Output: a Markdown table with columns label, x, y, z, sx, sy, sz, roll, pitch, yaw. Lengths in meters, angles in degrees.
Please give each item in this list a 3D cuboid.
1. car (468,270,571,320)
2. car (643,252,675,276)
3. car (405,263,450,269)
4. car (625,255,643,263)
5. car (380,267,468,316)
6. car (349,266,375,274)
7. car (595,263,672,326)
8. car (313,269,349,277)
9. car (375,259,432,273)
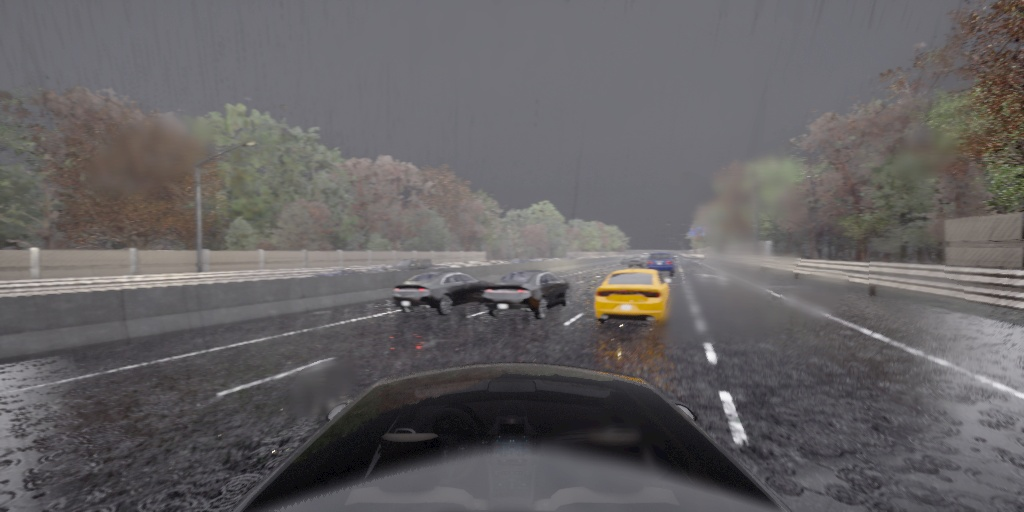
| label | x | y | z | sx | sy | sz | roll | pitch | yaw |
| --- | --- | --- | --- | --- | --- | --- | --- | --- | --- |
| car | 0.718 | 1.254 | 12.819 | 2.128 | 1.511 | 4.902 | -2 | 0 | 24 |
| car | 13.534 | 0.707 | 32.642 | 2.150 | 2.045 | 5.566 | -2 | 0 | 24 |
| car | -6.441 | 1.550 | 31.133 | 2.033 | 1.411 | 5.357 | -2 | 0 | 25 |
| car | 16.868 | 0.950 | 48.464 | 1.837 | 1.490 | 4.892 | -2 | 0 | 24 |
| car | -2.536 | 1.343 | 14.113 | 2.128 | 1.511 | 4.902 | -2 | 0 | 24 |
| car | -12.600 | 1.666 | 34.483 | 2.128 | 1.511 | 4.902 | -2 | 0 | 25 |
| car | 3.962 | 1.152 | 11.501 | 1.882 | 1.535 | 5.008 | -2 | 0 | 24 |
| car | -16.515 | 1.876 | 34.322 | 1.895 | 1.301 | 4.718 | -2 | 0 | 25 |
| car | -9.426 | 1.310 | 33.025 | 2.150 | 2.045 | 5.566 | -2 | -1 | 25 |
